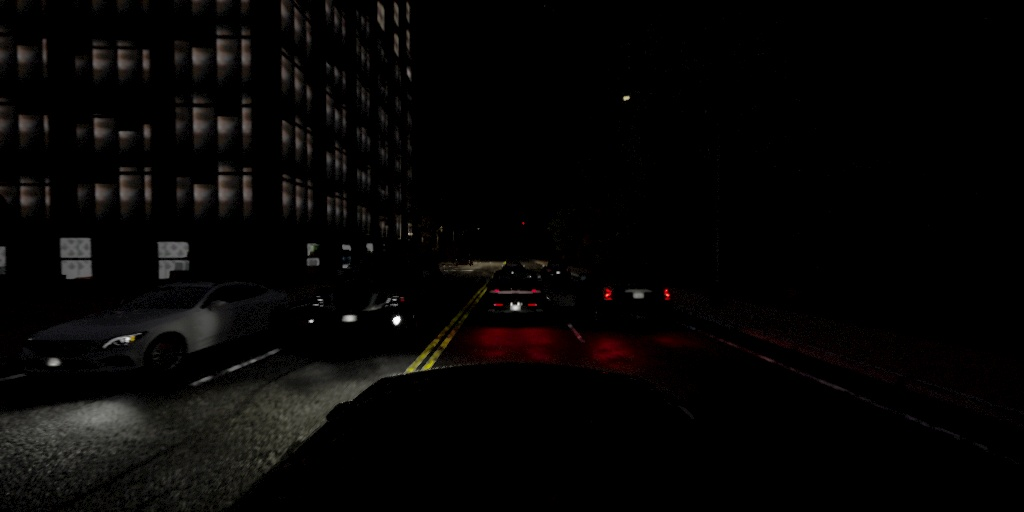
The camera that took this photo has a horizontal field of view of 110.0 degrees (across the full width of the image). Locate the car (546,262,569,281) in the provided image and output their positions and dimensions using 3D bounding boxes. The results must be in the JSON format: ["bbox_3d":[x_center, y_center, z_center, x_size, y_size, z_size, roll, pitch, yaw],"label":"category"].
[{"bbox_3d":[3.353,1.171,28.016,1.994,1.385,4.181,0,0,0],"label":"car"}]

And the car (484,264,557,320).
[{"bbox_3d":[0.100,1.185,12.220,2.128,1.511,4.902,0,0,0],"label":"car"}]

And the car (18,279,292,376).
[{"bbox_3d":[-6.600,1.244,7.487,1.812,1.442,4.674,0,0,0],"label":"car"}]

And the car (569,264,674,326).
[{"bbox_3d":[3.347,1.049,11.600,2.097,1.767,4.553,0,0,0],"label":"car"}]

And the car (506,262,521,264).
[{"bbox_3d":[0.103,1.171,28.003,1.994,1.385,4.181,0,0,0],"label":"car"}]

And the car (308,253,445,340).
[{"bbox_3d":[-3.348,0.927,10.151,2.150,2.045,5.566,0,0,0],"label":"car"}]

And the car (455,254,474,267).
[{"bbox_3d":[-6.490,0.501,49.486,2.097,1.767,4.553,0,0,0],"label":"car"}]
